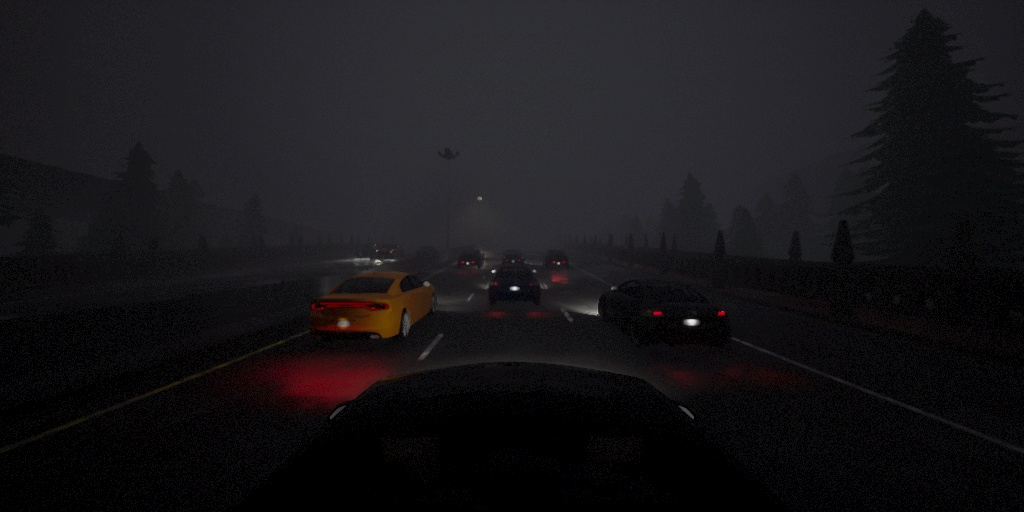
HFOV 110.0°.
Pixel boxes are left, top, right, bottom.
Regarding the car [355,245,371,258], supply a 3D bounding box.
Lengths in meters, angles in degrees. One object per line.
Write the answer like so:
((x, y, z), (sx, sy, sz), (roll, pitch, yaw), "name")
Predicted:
((-17.598, -0.653, 44.099), (2.128, 1.511, 4.902), (0, 3, 0), "car")

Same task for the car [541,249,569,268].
((3.594, 0.167, 29.998), (1.837, 1.490, 4.892), (0, 3, 0), "car")

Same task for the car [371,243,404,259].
((-14.100, -0.642, 41.452), (2.097, 1.767, 4.553), (0, 3, 0), "car")

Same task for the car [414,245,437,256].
((-10.603, -0.621, 44.532), (2.033, 1.411, 5.357), (0, 3, 0), "car")

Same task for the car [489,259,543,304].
((0.096, 1.061, 14.971), (1.994, 1.385, 4.181), (0, 3, 0), "car")

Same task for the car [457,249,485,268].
((-3.406, 0.166, 30.017), (1.837, 1.490, 4.892), (0, 3, 0), "car")

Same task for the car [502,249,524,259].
((0.094, 0.119, 31.201), (1.812, 1.442, 4.674), (0, 3, 0), "car")

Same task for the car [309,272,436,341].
((-3.403, 1.155, 9.721), (1.882, 1.535, 5.008), (0, 1, 0), "car")

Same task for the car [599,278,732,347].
((3.597, 1.255, 9.186), (1.994, 1.385, 4.181), (0, 1, 0), "car")
